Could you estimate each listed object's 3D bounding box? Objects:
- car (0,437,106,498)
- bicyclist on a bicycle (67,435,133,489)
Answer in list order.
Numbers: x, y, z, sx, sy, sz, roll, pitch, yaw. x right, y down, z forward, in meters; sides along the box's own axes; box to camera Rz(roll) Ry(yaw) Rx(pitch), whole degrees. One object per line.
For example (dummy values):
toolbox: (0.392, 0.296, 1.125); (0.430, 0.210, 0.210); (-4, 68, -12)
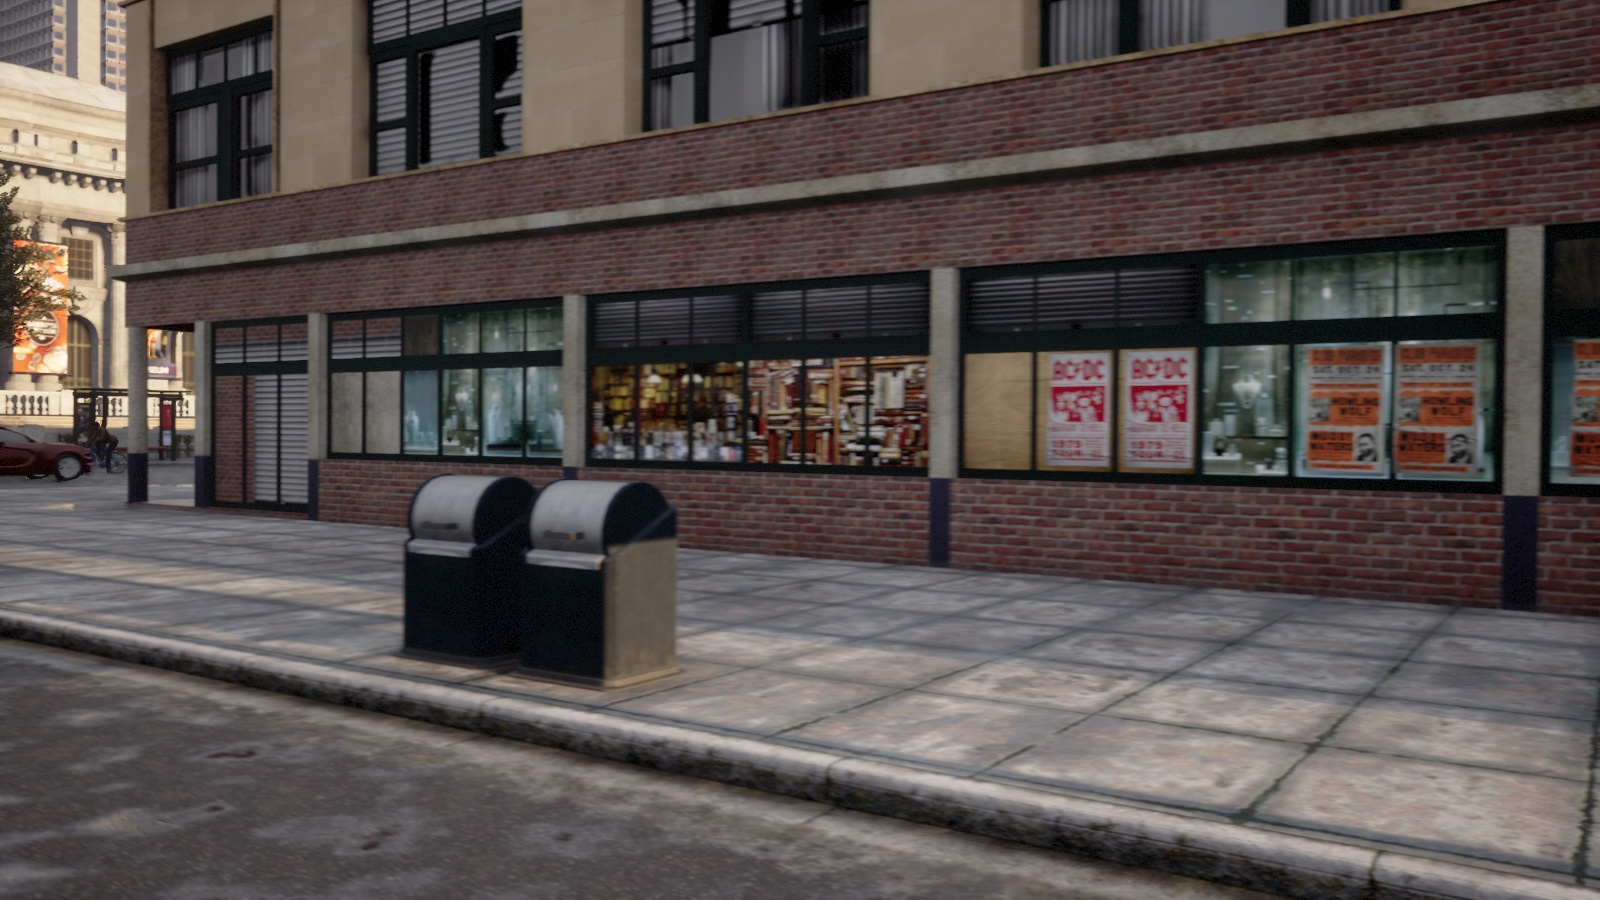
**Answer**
car: (-21.215, 0.453, 32.877); (1.882, 1.535, 5.008); (0, 1, 34)
bicyclist on a bicycle: (-21.551, 0.352, 38.663); (0.582, 1.620, 1.656); (0, 1, 34)
